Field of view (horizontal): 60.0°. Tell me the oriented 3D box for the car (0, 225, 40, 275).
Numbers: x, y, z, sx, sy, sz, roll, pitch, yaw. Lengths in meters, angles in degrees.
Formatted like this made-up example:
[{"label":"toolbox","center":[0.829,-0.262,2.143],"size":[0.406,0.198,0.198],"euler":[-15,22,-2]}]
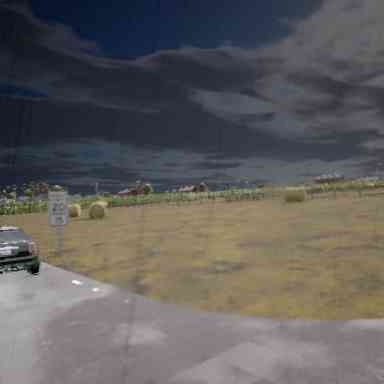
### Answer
[{"label":"car","center":[-7.191,2.043,12.105],"size":[2.097,1.767,4.553],"euler":[-1,-2,-40]}]
